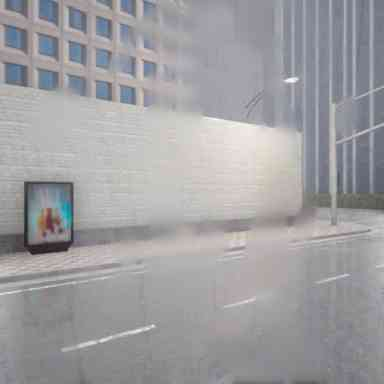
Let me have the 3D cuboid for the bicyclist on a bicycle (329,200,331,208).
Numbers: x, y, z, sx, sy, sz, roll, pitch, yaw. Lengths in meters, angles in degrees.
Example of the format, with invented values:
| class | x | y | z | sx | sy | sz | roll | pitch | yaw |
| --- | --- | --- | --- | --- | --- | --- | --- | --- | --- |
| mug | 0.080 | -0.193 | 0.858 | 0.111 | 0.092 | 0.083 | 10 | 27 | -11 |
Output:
| class | x | y | z | sx | sy | sz | roll | pitch | yaw |
| --- | --- | --- | --- | --- | --- | --- | --- | --- | --- |
| bicyclist on a bicycle | 18.624 | 1.355 | 43.921 | 1.656 | 1.620 | 0.582 | 0 | 0 | -36 |

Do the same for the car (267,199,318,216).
| class | x | y | z | sx | sy | sz | roll | pitch | yaw |
| --- | --- | --- | --- | --- | --- | --- | --- | --- | --- |
| car | 10.401 | 1.546 | 34.826 | 2.128 | 1.511 | 4.902 | 0 | 0 | -36 |

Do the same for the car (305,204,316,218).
| class | x | y | z | sx | sy | sz | roll | pitch | yaw |
| --- | --- | --- | --- | --- | --- | --- | --- | --- | --- |
| car | 9.021 | 1.532 | 30.740 | 1.882 | 1.535 | 5.008 | 0 | 0 | -36 |
